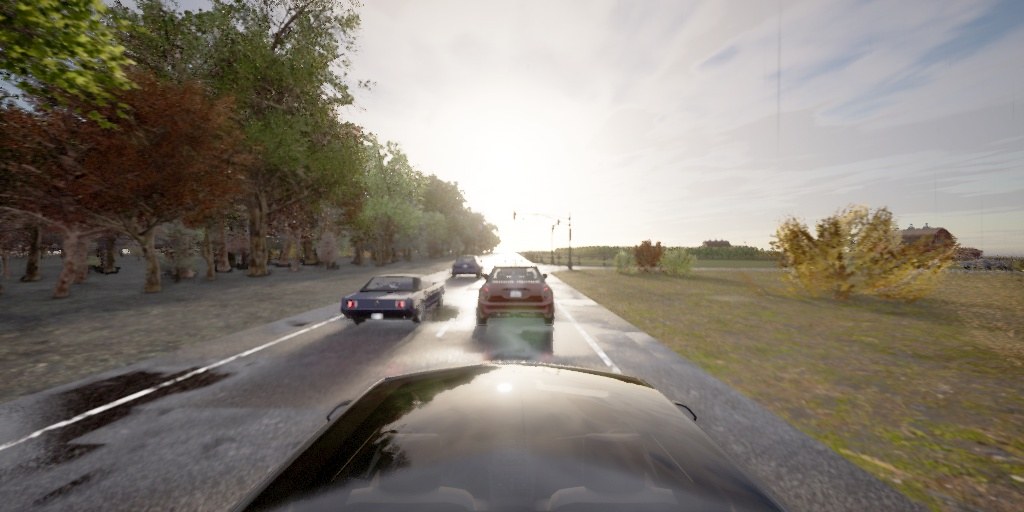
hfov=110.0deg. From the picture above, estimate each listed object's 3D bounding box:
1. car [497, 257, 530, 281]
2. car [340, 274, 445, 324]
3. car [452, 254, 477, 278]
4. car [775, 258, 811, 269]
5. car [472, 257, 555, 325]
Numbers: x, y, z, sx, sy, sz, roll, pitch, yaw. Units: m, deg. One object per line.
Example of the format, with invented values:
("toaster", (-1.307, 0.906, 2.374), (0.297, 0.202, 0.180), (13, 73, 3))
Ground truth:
("car", (0.112, 0.881, 26.014), (2.128, 1.511, 4.902), (0, 1, 0))
("car", (-3.396, 1.210, 11.277), (1.895, 1.301, 4.718), (0, 1, 0))
("car", (-3.386, 0.711, 28.171), (2.097, 1.767, 4.553), (0, 1, 0))
("car", (38.215, 0.998, 48.212), (5.008, 1.535, 1.882), (1, 0, 1))
("car", (0.101, 0.960, 11.347), (2.097, 1.767, 4.553), (0, 1, 0))
